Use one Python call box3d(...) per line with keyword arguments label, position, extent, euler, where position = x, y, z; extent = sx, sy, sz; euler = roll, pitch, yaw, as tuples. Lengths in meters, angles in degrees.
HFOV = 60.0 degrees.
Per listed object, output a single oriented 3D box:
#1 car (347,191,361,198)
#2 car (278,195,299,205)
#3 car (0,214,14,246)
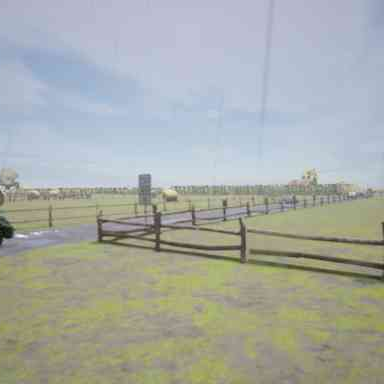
box3d(label="car", position=(37.233, 0.755, 77.283), extent=(1.812, 1.442, 4.674), euler=(-1, 0, 35))
box3d(label="car", position=(14.410, 1.158, 49.617), extent=(1.994, 1.385, 4.181), euler=(-1, 0, 35))
box3d(label="car", position=(-9.161, 1.178, 11.272), extent=(2.150, 2.045, 5.566), euler=(-1, 0, 35))
